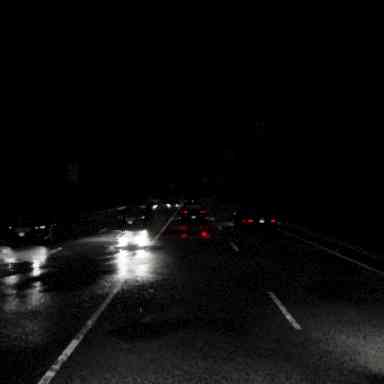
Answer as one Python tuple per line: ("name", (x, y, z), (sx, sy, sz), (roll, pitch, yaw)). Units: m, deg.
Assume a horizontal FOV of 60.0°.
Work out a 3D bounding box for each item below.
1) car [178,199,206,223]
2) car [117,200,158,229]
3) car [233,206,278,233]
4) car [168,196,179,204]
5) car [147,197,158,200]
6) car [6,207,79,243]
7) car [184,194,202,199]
("car", (0.111, 1.538, 25.194), (1.812, 1.442, 4.674), (0, 0, 0))
("car", (-3.592, 1.502, 21.796), (2.128, 1.511, 4.902), (0, 0, 0))
("car", (3.604, 1.558, 19.654), (2.033, 1.411, 5.357), (0, 0, 0))
("car", (-3.510, 1.509, 62.788), (1.882, 1.535, 5.008), (0, 0, 1))
("car", (-7.026, 1.555, 58.472), (1.812, 1.442, 4.674), (0, 0, 1))
("car", (-7.095, 1.499, 16.279), (2.128, 1.511, 4.902), (0, 0, 0))
("car", (0.114, 1.243, 42.965), (2.150, 2.045, 5.566), (0, 0, 0))
